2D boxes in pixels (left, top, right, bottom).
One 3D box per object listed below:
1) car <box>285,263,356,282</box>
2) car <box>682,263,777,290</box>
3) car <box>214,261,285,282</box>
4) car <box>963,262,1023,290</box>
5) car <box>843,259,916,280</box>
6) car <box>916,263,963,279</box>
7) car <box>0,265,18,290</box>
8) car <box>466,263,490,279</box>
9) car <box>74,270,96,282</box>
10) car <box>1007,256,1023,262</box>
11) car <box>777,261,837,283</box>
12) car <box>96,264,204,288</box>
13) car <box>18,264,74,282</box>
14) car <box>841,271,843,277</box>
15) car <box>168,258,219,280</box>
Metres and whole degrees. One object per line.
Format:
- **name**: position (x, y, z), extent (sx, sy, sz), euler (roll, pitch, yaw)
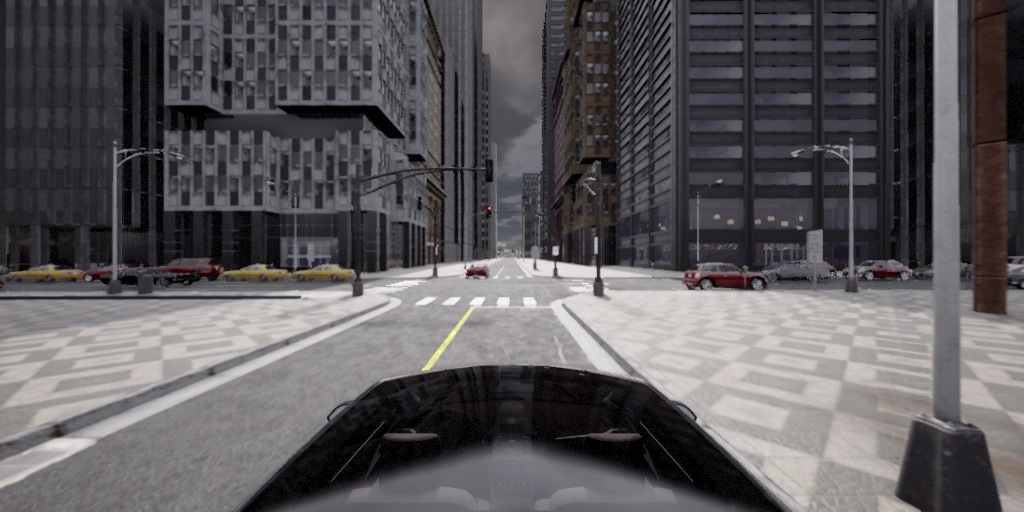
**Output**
- **car**: position (-15.020, 1.275, 28.738), extent (4.829, 1.417, 1.751), euler (0, 0, 0)
- **car**: position (11.893, 1.108, 20.054), extent (4.097, 1.591, 1.967), euler (0, 0, 0)
- **car**: position (-20.622, 1.290, 28.771), extent (4.829, 1.417, 1.751), euler (0, 0, 0)
- **car**: position (28.719, 1.179, 19.954), extent (4.403, 1.370, 2.007), euler (0, 0, 0)
- **car**: position (28.751, 1.083, 28.479), extent (4.097, 1.591, 1.967), euler (0, 0, 0)
- **car**: position (34.361, 1.181, 28.446), extent (4.403, 1.370, 2.007), euler (0, 0, 0)
- **car**: position (-31.688, 1.325, 20.311), extent (4.507, 1.381, 1.888), euler (0, 0, 0)
- **car**: position (-3.007, 1.306, 32.203), extent (1.895, 1.301, 4.718), euler (0, 0, 0)
- **car**: position (-31.655, 1.339, 28.836), extent (4.507, 1.381, 1.888), euler (0, 0, 0)
- **car**: position (39.970, 0.933, 28.413), extent (5.009, 1.841, 2.192), euler (0, 0, 0)
- **car**: position (19.738, 1.207, 25.872), extent (5.357, 1.411, 2.033), euler (0, 0, 0)
- **car**: position (-23.011, 1.362, 22.924), extent (4.718, 1.301, 1.895), euler (0, 0, 0)
- **car**: position (-37.427, 1.334, 28.870), extent (4.829, 1.417, 1.751), euler (0, 0, 0)
- **car**: position (23.142, 1.096, 28.513), extent (4.097, 1.591, 1.967), euler (0, 0, 0)
- **car**: position (-26.053, 1.094, 28.803), extent (5.009, 1.841, 2.192), euler (0, 0, 0)
